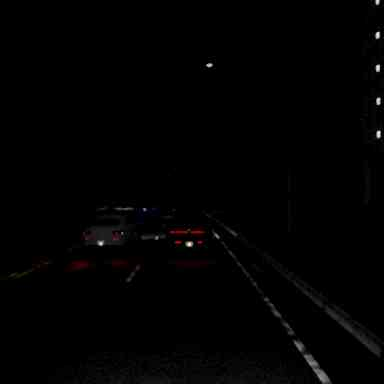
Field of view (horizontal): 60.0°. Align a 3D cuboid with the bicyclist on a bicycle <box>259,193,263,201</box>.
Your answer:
[{"bbox_3d":[14.527,1.052,70.428,0.582,1.620,1.656,-2,-1,-6],"label":"bicyclist on a bicycle"}]

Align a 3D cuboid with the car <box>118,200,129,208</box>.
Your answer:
[{"bbox_3d":[-12.870,2.274,63.318,2.033,1.411,5.357,0,-1,-6],"label":"car"}]

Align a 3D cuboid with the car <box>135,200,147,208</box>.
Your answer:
[{"bbox_3d":[-9.594,2.204,63.156,1.882,1.535,5.008,0,-1,-5],"label":"car"}]

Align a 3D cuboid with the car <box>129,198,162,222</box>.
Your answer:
[{"bbox_3d":[-3.883,1.513,29.207,2.150,2.045,5.566,0,0,-2],"label":"car"}]

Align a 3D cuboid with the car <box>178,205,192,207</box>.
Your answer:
[{"bbox_3d":[-0.634,1.845,29.320,2.033,1.411,5.357,0,-1,-3],"label":"car"}]

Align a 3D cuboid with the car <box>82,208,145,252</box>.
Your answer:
[{"bbox_3d":[-3.390,1.669,14.521,1.812,1.442,4.674,0,0,-1],"label":"car"}]

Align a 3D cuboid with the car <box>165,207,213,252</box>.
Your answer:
[{"bbox_3d":[-0.140,1.651,14.519,1.837,1.490,4.892,0,0,-1],"label":"car"}]
